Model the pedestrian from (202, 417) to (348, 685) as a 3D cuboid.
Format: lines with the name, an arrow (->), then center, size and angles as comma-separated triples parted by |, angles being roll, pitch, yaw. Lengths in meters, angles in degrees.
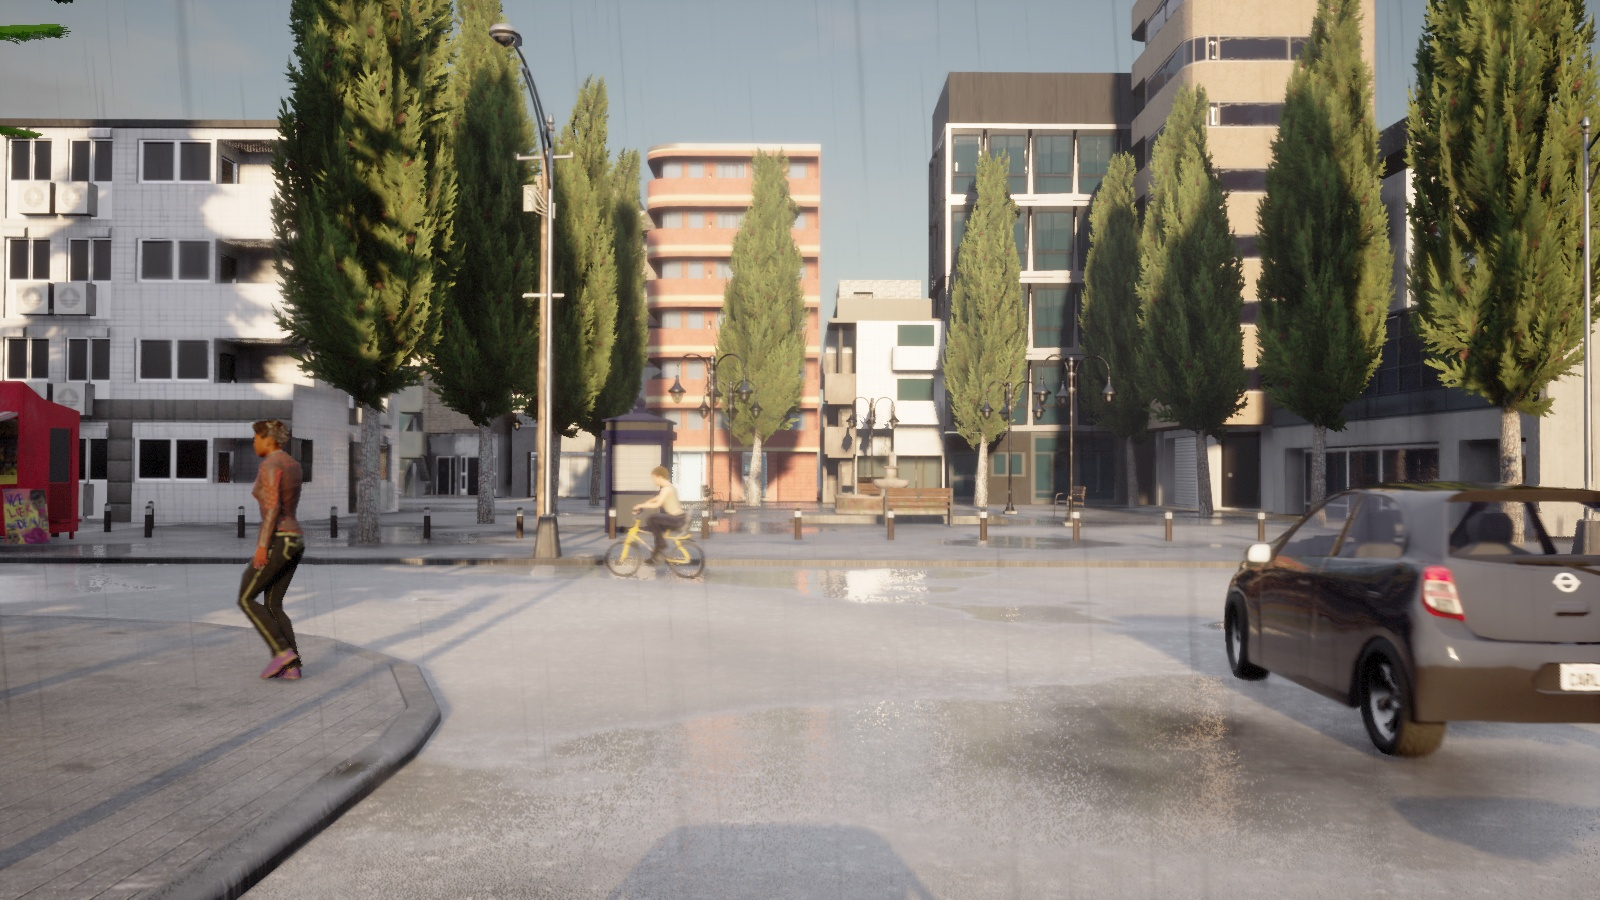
pedestrian -> -3.605, 0.684, 8.645 | 0.869, 1.805, 0.328 | 0, -1, 3

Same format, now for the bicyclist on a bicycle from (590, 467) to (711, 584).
bicyclist on a bicycle -> -2.142, 1.063, 18.081 | 1.509, 1.612, 0.866 | 0, 1, 11

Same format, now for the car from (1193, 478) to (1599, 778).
car -> 4.031, 0.950, 8.233 | 1.845, 1.501, 3.633 | 0, -1, 2
